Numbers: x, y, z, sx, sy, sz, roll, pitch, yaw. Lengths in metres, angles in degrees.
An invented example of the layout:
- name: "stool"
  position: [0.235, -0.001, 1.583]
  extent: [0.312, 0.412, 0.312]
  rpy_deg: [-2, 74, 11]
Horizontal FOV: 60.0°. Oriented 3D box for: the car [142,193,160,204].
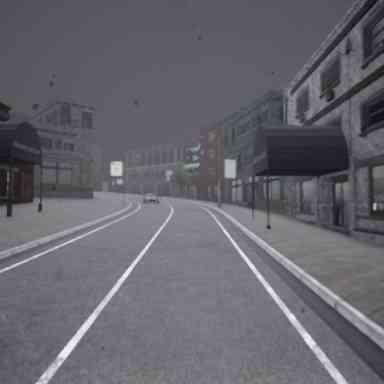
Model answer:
- name: "car"
  position: [-5.388, 0.858, 43.226]
  extent: [1.994, 1.385, 4.181]
  rpy_deg: [1, 2, -14]
